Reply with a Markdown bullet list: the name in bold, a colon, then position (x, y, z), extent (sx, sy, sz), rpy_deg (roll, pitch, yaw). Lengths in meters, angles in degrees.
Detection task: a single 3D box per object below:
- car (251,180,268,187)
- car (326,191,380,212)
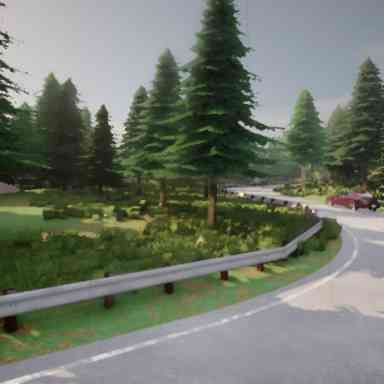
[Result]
- **car**: position (12.281, -1.645, 60.374), extent (1.837, 1.490, 4.892), rpy_deg (0, 3, 34)
- **car**: position (12.331, 0.627, 25.637), extent (1.812, 1.442, 4.674), rpy_deg (2, 3, -12)
